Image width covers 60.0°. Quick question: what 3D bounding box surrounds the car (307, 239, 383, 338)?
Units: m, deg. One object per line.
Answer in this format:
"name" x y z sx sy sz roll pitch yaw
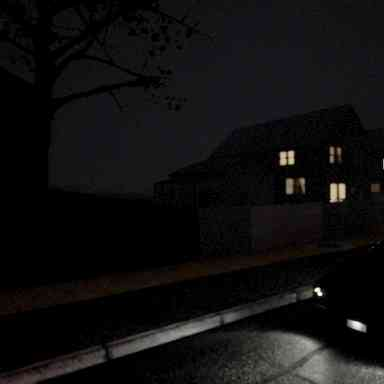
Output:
"car" 4.505 1.494 6.285 5.357 1.411 2.033 -1 0 -36
